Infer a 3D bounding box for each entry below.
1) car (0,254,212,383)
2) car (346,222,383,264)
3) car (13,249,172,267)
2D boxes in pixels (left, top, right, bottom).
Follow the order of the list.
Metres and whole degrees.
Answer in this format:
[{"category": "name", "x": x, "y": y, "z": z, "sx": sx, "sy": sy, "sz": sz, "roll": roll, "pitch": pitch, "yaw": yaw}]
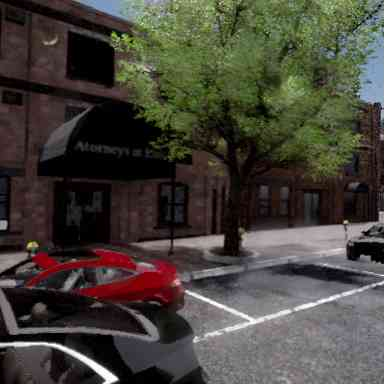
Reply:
[{"category": "car", "x": -2.117, "y": 1.495, "z": 1.869, "sx": 4.892, "sy": 1.490, "sz": 1.837, "roll": 1, "pitch": 0, "yaw": -36}, {"category": "car", "x": 7.197, "y": 1.720, "z": 11.643, "sx": 4.313, "sy": 1.339, "sz": 1.947, "roll": 1, "pitch": 1, "yaw": -36}, {"category": "car", "x": -2.058, "y": 1.596, "z": 5.036, "sx": 4.206, "sy": 1.307, "sz": 1.802, "roll": 1, "pitch": 1, "yaw": -36}]
